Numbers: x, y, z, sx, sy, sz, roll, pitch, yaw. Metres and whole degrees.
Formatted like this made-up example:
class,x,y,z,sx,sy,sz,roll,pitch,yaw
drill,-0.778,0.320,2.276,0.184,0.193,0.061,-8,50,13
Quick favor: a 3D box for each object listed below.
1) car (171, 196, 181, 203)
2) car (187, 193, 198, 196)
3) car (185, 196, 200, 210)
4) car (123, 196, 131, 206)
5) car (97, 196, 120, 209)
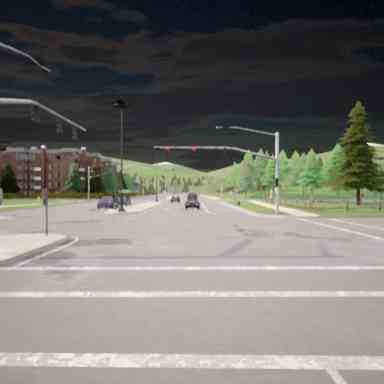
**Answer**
class,x,y,z,sx,sy,sz,roll,pitch,yaw
car,-3.409,1.466,68.961,2.128,1.511,4.902,0,0,0
car,0.091,1.196,68.988,2.150,2.045,5.566,0,0,0
car,0.057,1.585,43.552,1.895,1.301,4.718,0,0,0
car,-11.471,1.484,55.949,1.837,1.490,4.892,0,0,1
car,-11.494,1.335,45.680,2.097,1.767,4.553,0,0,1
